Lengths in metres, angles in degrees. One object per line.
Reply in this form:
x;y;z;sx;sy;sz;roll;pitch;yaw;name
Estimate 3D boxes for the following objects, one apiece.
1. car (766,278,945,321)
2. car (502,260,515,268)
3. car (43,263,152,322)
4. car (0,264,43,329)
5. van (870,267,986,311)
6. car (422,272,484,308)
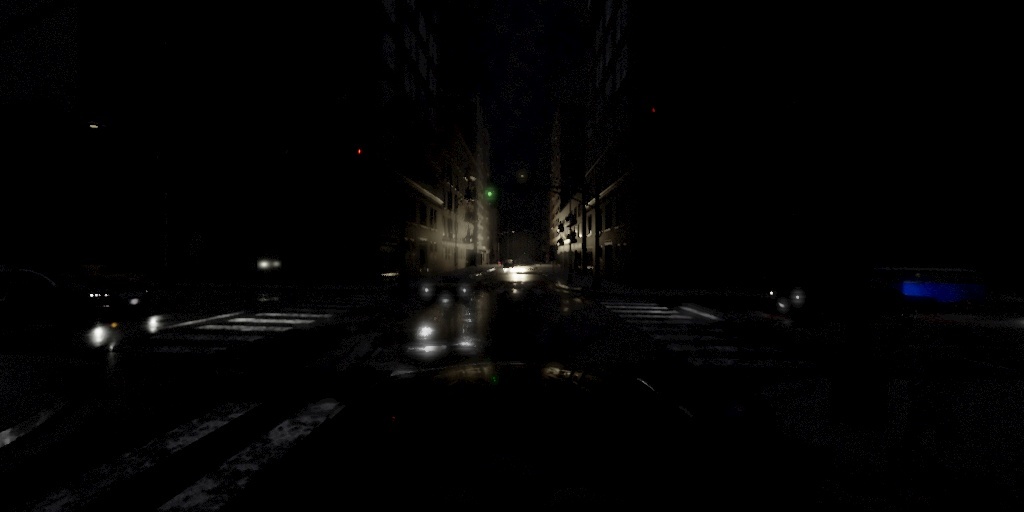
12.374;1.587;13.347;4.718;1.301;1.895;1;0;4;car
-0.585;1.427;63.471;2.128;1.511;4.902;0;0;2;car
-13.882;1.080;10.947;4.902;1.511;2.128;1;0;2;car
-14.688;0.902;8.222;5.009;1.841;2.192;0;0;2;car
17.962;1.406;15.747;3.998;1.789;1.690;0;0;2;van
-2.428;1.377;15.669;1.895;1.301;4.718;0;0;2;car
